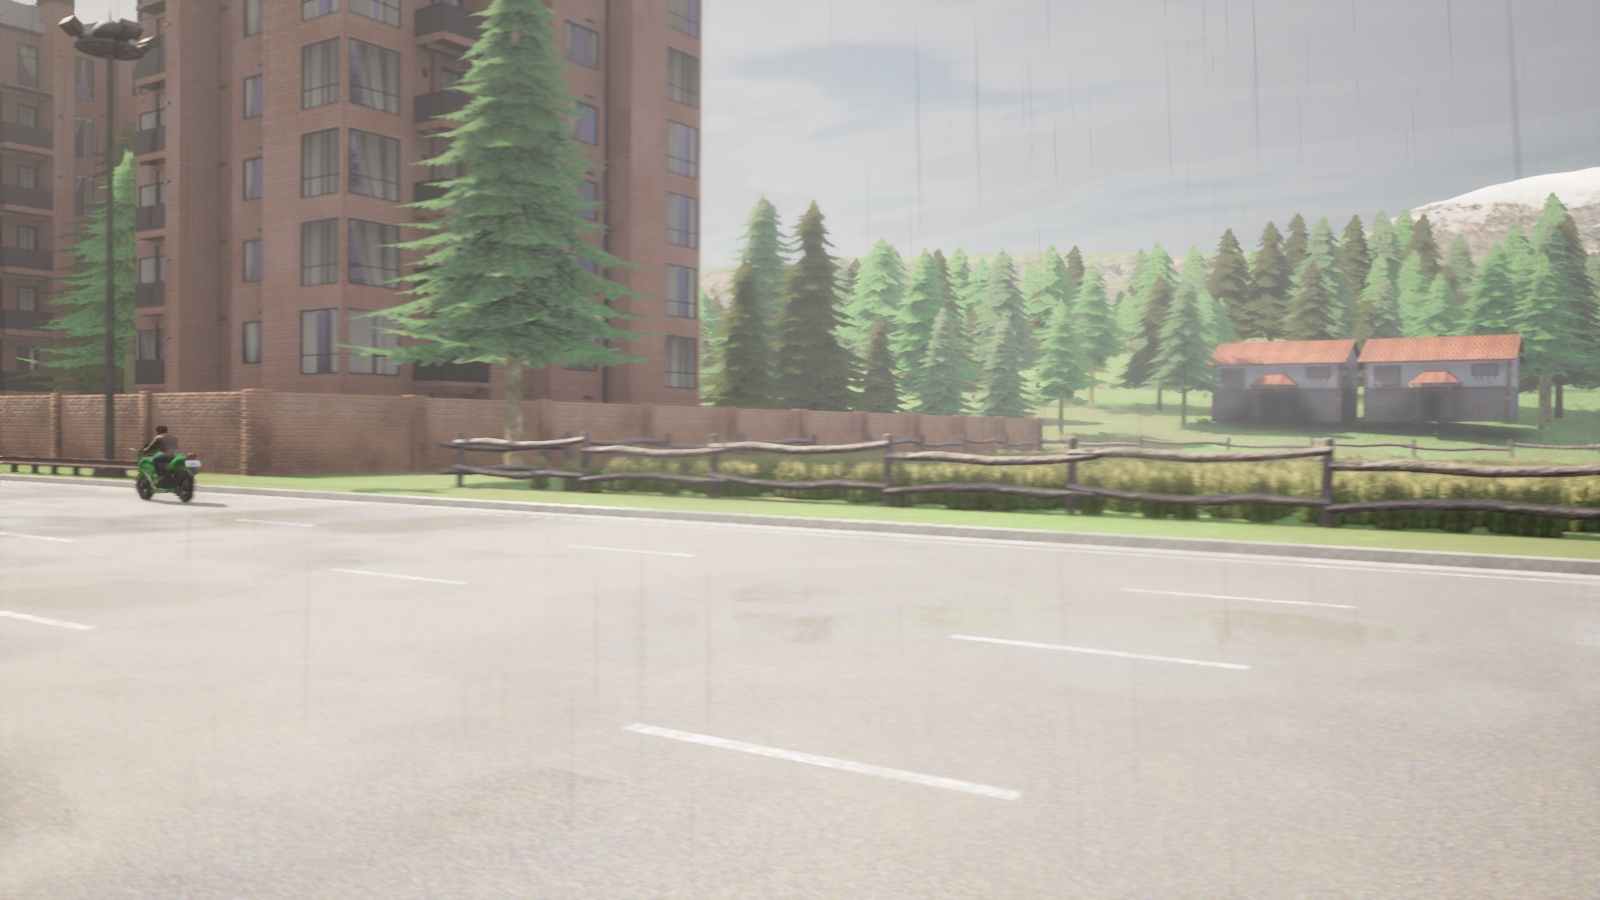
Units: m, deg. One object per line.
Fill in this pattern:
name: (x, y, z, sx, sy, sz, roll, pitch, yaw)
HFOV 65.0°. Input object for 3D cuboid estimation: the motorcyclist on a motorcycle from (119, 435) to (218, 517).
motorcyclist on a motorcycle: (-12.269, 0.489, 24.384, 2.044, 1.523, 0.797, 0, 1, 34)
